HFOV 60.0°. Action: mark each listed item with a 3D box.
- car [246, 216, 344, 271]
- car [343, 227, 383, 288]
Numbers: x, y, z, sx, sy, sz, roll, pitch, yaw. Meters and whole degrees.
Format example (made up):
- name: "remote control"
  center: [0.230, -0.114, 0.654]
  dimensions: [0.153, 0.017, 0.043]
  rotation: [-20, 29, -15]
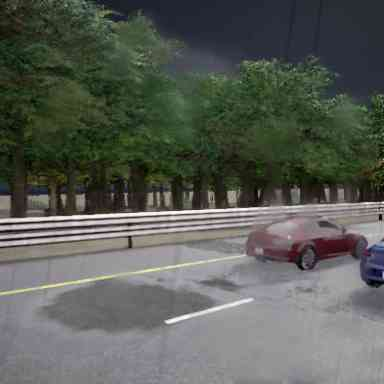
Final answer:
- name: "car"
  center: [3.772, 1.494, 10.742]
  dimensions: [4.674, 1.442, 1.812]
  rotation: [0, 0, -36]
- name: "car"
  center: [5.785, 1.493, 7.878]
  dimensions: [4.674, 1.442, 1.812]
  rotation: [0, 0, -36]
